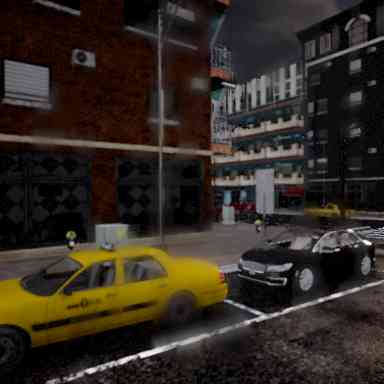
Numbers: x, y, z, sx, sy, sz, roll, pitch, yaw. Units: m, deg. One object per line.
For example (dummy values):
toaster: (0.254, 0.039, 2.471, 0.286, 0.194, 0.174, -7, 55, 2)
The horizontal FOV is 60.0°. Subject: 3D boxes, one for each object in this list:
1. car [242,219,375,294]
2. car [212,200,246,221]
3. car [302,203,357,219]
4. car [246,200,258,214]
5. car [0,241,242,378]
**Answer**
car: (3.147, 1.601, 8.795, 4.403, 1.369, 2.008, 0, -1, -35)
car: (2.453, 1.681, 29.798, 1.967, 1.590, 4.097, -1, 0, -35)
car: (12.392, 1.687, 30.284, 1.752, 1.417, 4.829, -1, 0, -35)
car: (6.074, 1.628, 39.163, 1.967, 1.590, 4.097, -1, 0, -35)
car: (-1.612, 1.536, 5.421, 4.829, 1.417, 1.752, 0, -1, -35)
